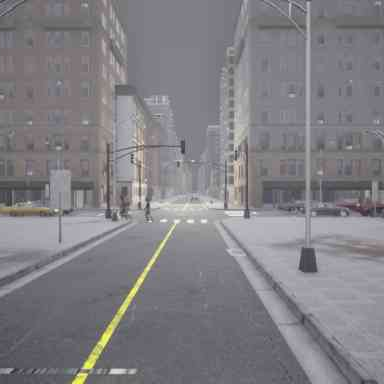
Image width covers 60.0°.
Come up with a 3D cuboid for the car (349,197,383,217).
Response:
[{"bbox_3d":[17.418,1.342,30.054,5.009,1.841,2.192,0,0,1],"label":"car"}]

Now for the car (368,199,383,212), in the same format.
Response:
[{"bbox_3d":[22.900,1.542,38.031,4.403,1.369,2.008,0,0,1],"label":"car"}]

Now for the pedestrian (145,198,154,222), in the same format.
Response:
[{"bbox_3d":[-3.215,1.294,24.444,0.375,1.860,0.375,0,0,0],"label":"pedestrian"}]

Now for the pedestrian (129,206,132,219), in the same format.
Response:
[{"bbox_3d":[-4.872,1.145,25.054,0.375,1.860,0.375,0,0,0],"label":"pedestrian"}]

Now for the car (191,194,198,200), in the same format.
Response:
[{"bbox_3d":[0.738,1.396,90.518,1.812,1.442,4.674,0,0,0],"label":"car"}]

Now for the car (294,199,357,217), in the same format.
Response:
[{"bbox_3d":[12.009,1.577,30.104,4.403,1.369,2.008,0,0,1],"label":"car"}]

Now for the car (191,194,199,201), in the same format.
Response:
[{"bbox_3d":[0.657,1.547,80.514,1.812,1.442,4.674,0,0,0],"label":"car"}]

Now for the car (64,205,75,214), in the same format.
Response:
[{"bbox_3d":[-14.095,1.514,32.866,4.892,1.490,1.837,0,0,-1],"label":"car"}]

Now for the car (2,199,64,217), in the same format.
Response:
[{"bbox_3d":[-14.666,1.546,30.344,4.829,1.417,1.752,0,0,1],"label":"car"}]

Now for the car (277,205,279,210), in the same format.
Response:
[{"bbox_3d":[12.082,1.533,38.128,4.507,1.381,1.887,0,0,1],"label":"car"}]

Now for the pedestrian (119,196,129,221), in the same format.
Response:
[{"bbox_3d":[-4.952,1.143,23.858,0.375,1.860,0.375,0,0,0],"label":"pedestrian"}]

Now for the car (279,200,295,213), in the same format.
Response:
[{"bbox_3d":[12.178,1.601,35.589,4.718,1.301,1.895,0,0,-2],"label":"car"}]
